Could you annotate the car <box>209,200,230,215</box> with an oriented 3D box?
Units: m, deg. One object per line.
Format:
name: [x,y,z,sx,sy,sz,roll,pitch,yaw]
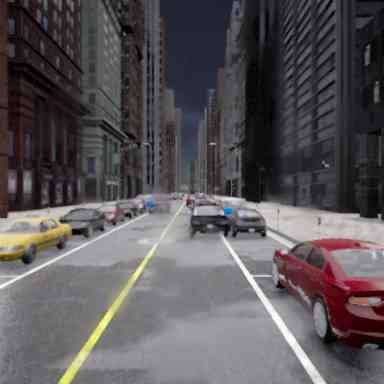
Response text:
car: [2.760,1.534,34.486,1.802,1.307,4.206,0,0,0]

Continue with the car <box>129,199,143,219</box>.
car: [-5.765,1.524,28.833,1.947,1.339,4.313,0,0,0]

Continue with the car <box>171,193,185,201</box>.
car: [-3.003,1.405,74.751,1.895,1.301,4.718,0,0,0]

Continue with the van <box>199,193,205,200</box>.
van: [2.755,1.272,90.847,1.690,1.788,3.998,0,0,0]

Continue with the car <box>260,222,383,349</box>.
car: [2.762,1.534,6.304,1.887,1.381,4.507,0,0,0]

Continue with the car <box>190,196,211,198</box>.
car: [0.899,1.479,33.962,1.812,1.442,4.674,0,0,0]

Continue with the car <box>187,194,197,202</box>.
car: [-0.003,1.206,69.007,2.097,1.767,4.553,0,0,0]

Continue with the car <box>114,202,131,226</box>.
car: [-5.764,1.546,23.196,1.802,1.307,4.206,0,0,0]

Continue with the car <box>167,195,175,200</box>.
car: [-5.769,1.496,90.835,1.947,1.339,4.313,0,0,0]

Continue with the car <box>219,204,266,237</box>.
car: [2.761,1.523,17.576,2.008,1.369,4.403,0,0,0]

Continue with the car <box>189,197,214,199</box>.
car: [0.837,1.464,27.962,1.837,1.490,4.892,0,0,0]

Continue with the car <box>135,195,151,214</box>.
car: [-5.766,1.392,34.469,1.967,1.590,4.097,0,0,0]

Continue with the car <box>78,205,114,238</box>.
car: [-5.764,1.537,17.559,1.947,1.339,4.313,0,0,0]

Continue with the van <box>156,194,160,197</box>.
van: [-5.766,1.284,45.742,1.690,1.788,3.998,0,0,0]

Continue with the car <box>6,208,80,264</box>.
car: [-5.764,1.505,11.752,1.752,1.417,4.829,0,0,0]

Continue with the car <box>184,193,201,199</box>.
car: [-0.002,1.415,54.036,1.882,1.535,5.008,0,0,0]

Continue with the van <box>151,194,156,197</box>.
van: [-5.766,1.288,40.106,1.690,1.788,3.998,0,0,0]

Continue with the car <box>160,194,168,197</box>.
car: [-5.767,1.251,57.014,2.192,1.841,5.009,0,0,0]

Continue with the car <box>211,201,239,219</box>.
car: [2.760,1.509,28.849,2.008,1.369,4.403,0,0,0]

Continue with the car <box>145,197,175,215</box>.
car: [-3.095,1.518,32.766,1.994,1.385,4.181,0,0,0]

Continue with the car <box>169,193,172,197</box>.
car: [-5.768,1.474,79.561,1.887,1.381,4.507,0,0,0]

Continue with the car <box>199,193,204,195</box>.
car: [2.757,1.249,62.666,2.192,1.841,5.009,0,0,0]

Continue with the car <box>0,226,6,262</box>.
car: [-5.763,1.554,6.286,1.947,1.339,4.313,0,0,0]

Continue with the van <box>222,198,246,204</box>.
van: [2.760,1.306,23.213,1.690,1.788,3.998,0,0,0]

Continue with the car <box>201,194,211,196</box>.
car: [2.759,1.484,51.394,1.887,1.381,4.507,0,0,0]

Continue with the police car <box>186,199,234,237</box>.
police car: [0.776,1.398,18.045,1.930,1.638,5.238,0,0,-2]

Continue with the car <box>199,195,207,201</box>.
car: [2.756,1.456,85.382,1.752,1.417,4.829,0,0,0]
